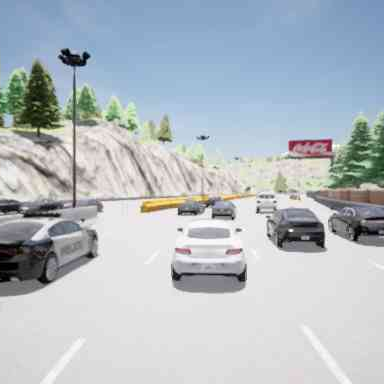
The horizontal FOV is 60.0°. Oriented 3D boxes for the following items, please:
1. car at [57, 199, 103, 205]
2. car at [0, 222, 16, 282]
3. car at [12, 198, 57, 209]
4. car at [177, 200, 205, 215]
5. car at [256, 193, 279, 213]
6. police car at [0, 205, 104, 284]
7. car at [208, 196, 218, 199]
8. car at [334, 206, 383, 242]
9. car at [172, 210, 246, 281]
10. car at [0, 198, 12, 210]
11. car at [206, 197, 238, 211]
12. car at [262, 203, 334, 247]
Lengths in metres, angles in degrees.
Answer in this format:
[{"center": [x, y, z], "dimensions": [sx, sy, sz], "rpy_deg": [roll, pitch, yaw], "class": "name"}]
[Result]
[{"center": [-10.622, 1.430, 33.016], "dimensions": [2.033, 1.411, 5.357], "rpy_deg": [0, 0, 11], "class": "car"}, {"center": [-4.502, 1.442, 3.933], "dimensions": [1.801, 1.575, 5.366], "rpy_deg": [0, 0, 1], "class": "car"}, {"center": [-14.387, 1.379, 31.977], "dimensions": [2.128, 1.511, 4.902], "rpy_deg": [0, 0, 11], "class": "car"}, {"center": [-0.019, 1.447, 32.146], "dimensions": [1.994, 1.385, 4.181], "rpy_deg": [0, 0, 13], "class": "car"}, {"center": [7.896, 1.092, 34.946], "dimensions": [2.150, 2.045, 5.566], "rpy_deg": [0, 0, 14], "class": "car"}, {"center": [-4.244, 1.391, 9.690], "dimensions": [1.930, 1.638, 5.238], "rpy_deg": [0, 0, 4], "class": "police car"}, {"center": [3.173, 1.343, 44.781], "dimensions": [1.837, 1.490, 4.892], "rpy_deg": [0, 1, 17], "class": "car"}, {"center": [8.099, 1.431, 16.059], "dimensions": [2.128, 1.511, 4.902], "rpy_deg": [0, 0, 6], "class": "car"}, {"center": [0.502, 1.490, 9.685], "dimensions": [1.812, 1.442, 4.674], "rpy_deg": [0, 0, 3], "class": "car"}, {"center": [-18.030, 1.395, 31.566], "dimensions": [1.837, 1.490, 4.892], "rpy_deg": [0, 0, 11], "class": "car"}, {"center": [2.718, 1.446, 27.608], "dimensions": [2.033, 1.411, 5.357], "rpy_deg": [0, 0, 11], "class": "car"}, {"center": [4.442, 1.450, 14.752], "dimensions": [1.837, 1.490, 4.892], "rpy_deg": [0, 0, 6], "class": "car"}]
